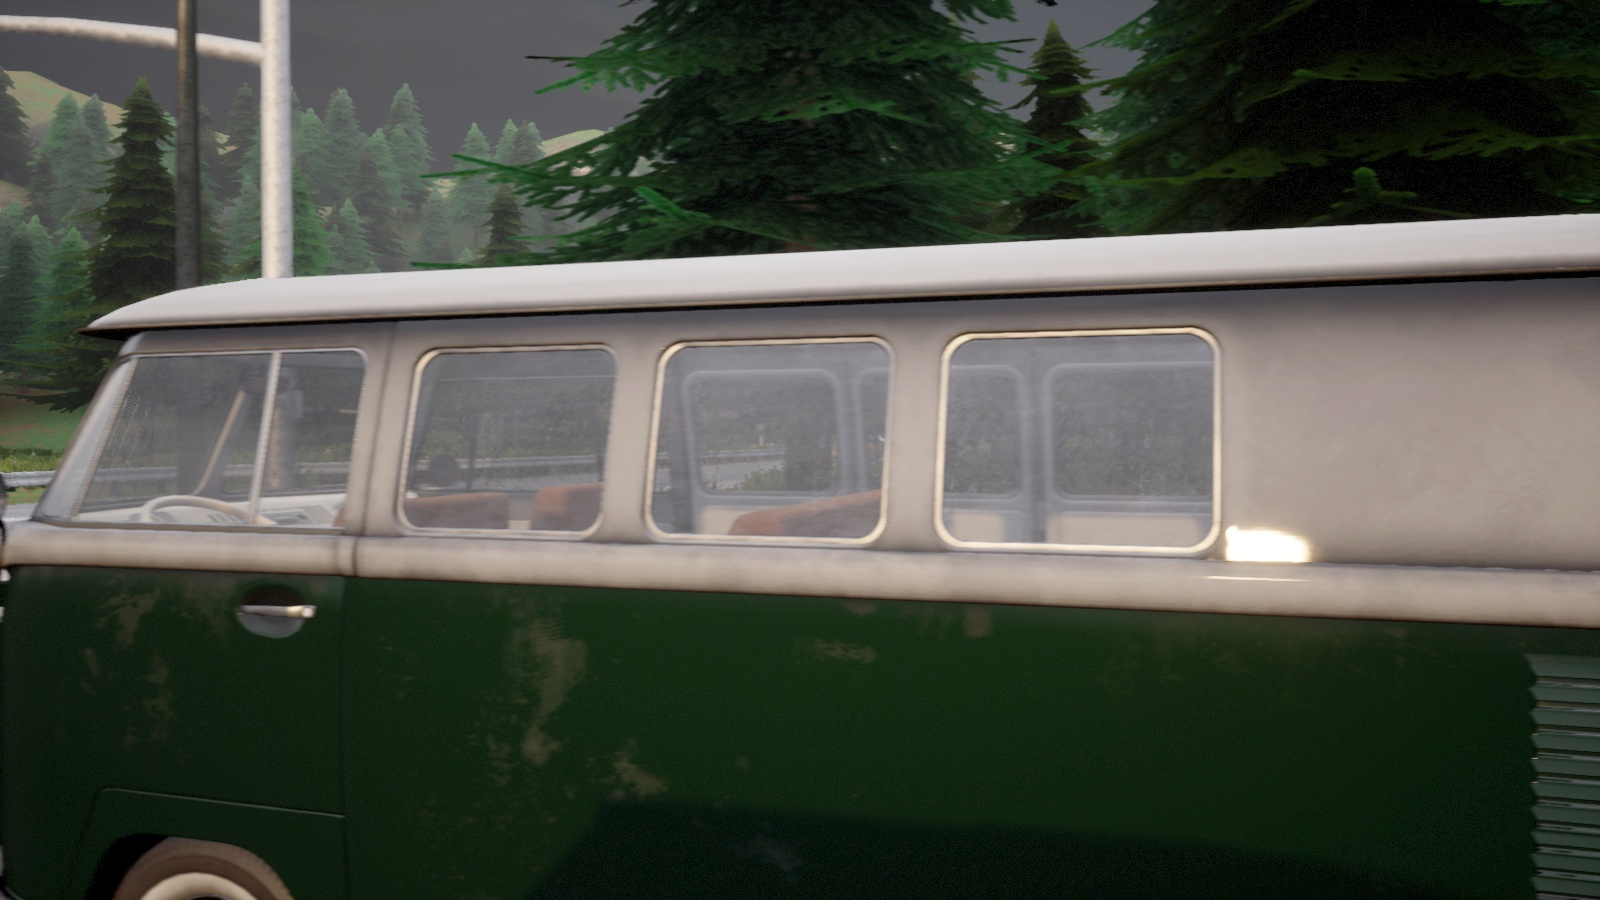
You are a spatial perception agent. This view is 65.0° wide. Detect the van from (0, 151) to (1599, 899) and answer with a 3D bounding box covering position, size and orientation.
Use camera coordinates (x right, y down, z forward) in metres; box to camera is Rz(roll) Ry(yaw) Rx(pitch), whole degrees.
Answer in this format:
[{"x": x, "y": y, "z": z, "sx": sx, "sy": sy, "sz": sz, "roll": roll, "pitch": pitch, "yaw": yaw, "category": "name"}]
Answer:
[{"x": 0.063, "y": 0.529, "z": 3.170, "sx": 4.442, "sy": 1.987, "sz": 1.775, "roll": 1, "pitch": 1, "yaw": 19, "category": "van"}]
